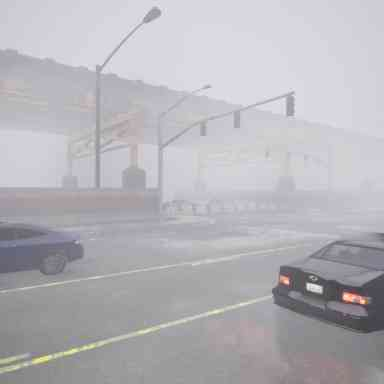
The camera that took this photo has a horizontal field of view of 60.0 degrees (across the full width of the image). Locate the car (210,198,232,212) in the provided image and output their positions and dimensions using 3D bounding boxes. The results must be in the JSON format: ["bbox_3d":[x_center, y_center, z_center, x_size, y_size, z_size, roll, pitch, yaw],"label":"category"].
[{"bbox_3d":[2.876,1.462,38.704,2.038,1.542,4.974,0,0,17],"label":"car"}]

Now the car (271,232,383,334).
[{"bbox_3d":[3.947,1.550,6.668,5.357,1.411,2.033,0,0,-36],"label":"car"}]

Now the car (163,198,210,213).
[{"bbox_3d":[-0.841,1.460,35.981,4.974,1.542,2.038,0,0,7],"label":"car"}]

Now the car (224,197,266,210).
[{"bbox_3d":[6.748,1.463,42.503,4.974,1.542,2.038,0,0,-8],"label":"car"}]

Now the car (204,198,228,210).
[{"bbox_3d":[2.892,1.304,38.754,1.853,1.218,4.536,0,0,17],"label":"car"}]

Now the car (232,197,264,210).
[{"bbox_3d":[6.697,1.306,42.496,4.536,1.218,1.853,0,0,-8],"label":"car"}]

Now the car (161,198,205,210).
[{"bbox_3d":[-0.893,1.302,35.987,4.536,1.218,1.853,0,0,7],"label":"car"}]

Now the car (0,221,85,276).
[{"bbox_3d":[-5.261,1.526,8.820,4.674,1.442,1.812,0,0,-36],"label":"car"}]
